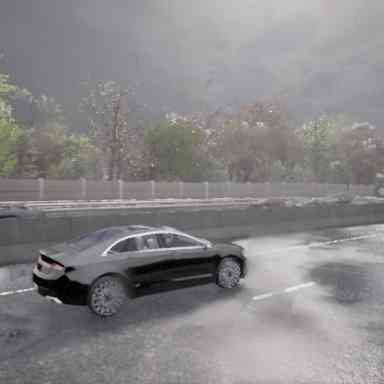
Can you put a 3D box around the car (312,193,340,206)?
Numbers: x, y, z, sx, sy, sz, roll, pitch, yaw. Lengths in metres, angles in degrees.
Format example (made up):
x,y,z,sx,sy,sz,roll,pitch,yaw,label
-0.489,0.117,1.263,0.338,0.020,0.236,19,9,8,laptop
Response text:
x,y,z,sx,sy,sz,roll,pitch,yaw,label
16.227,1.156,37.060,5.566,2.045,2.150,0,0,-35,car

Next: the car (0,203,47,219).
x,y,z,sx,sy,sz,roll,pitch,yaw,label
-11.962,1.485,21.246,4.902,1.511,2.128,0,0,-35,car

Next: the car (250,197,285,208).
x,y,z,sx,sy,sz,roll,pitch,yaw,label
9.280,1.418,40.702,5.008,1.535,1.882,0,0,-35,car

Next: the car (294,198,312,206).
x,y,z,sx,sy,sz,roll,pitch,yaw,label
14.288,1.427,39.970,4.902,1.511,2.128,0,0,-35,car

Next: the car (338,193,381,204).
x,y,z,sx,sy,sz,roll,pitch,yaw,label
17.148,1.290,33.417,4.553,1.767,2.097,0,0,-35,car

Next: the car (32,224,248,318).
x,y,z,sx,sy,sz,roll,pitch,yaw,label
-0.861,1.483,7.432,4.902,1.511,2.128,0,0,-35,car
